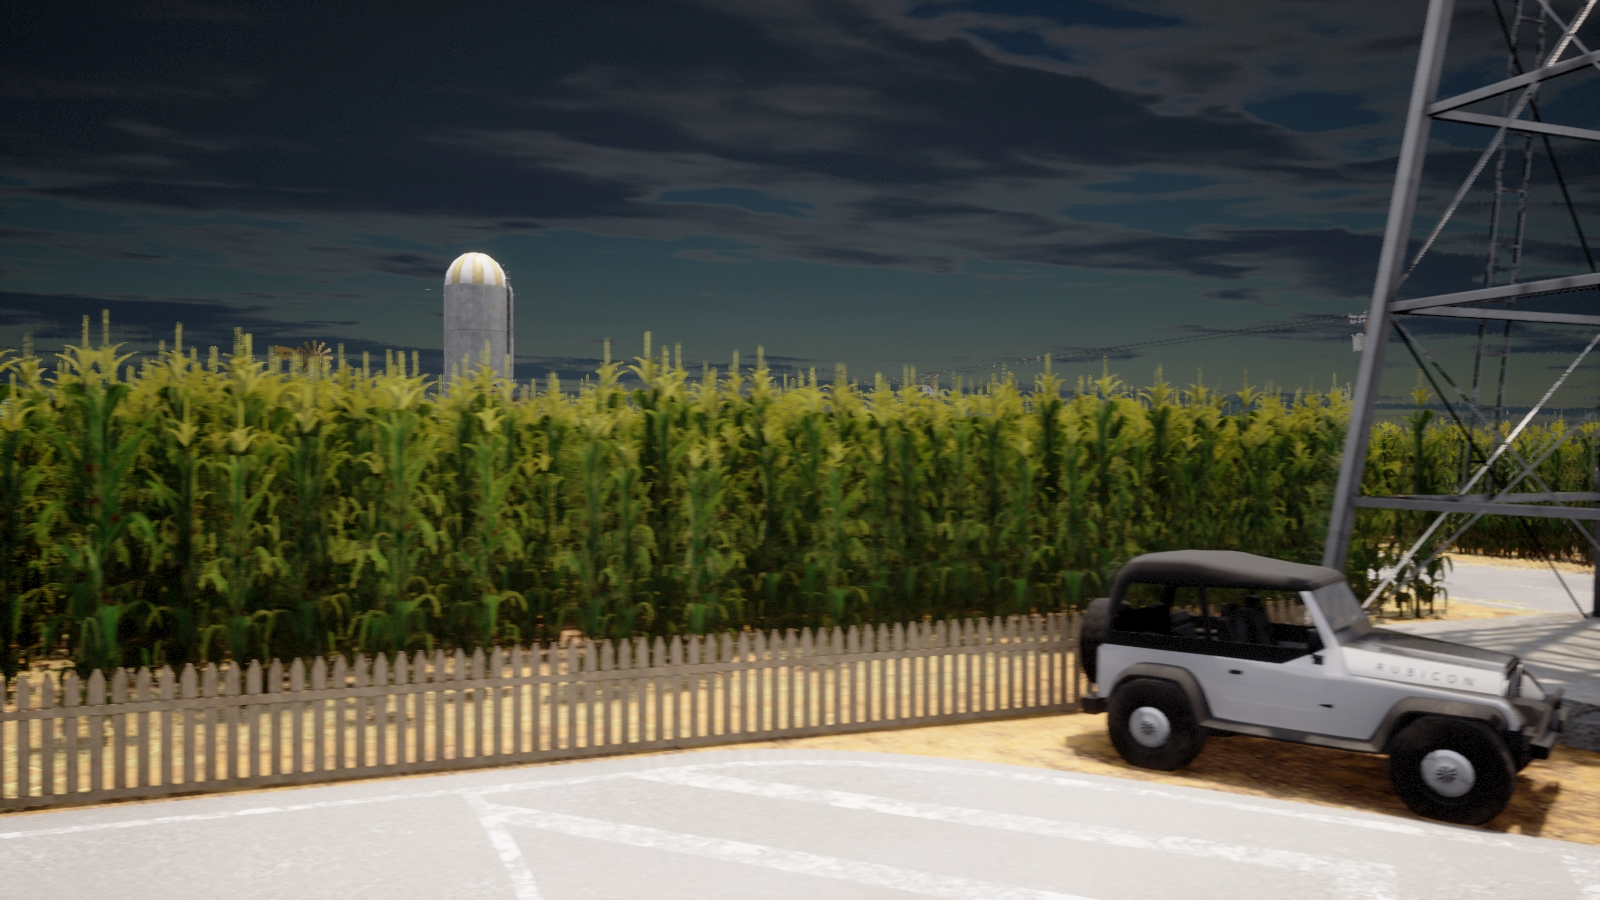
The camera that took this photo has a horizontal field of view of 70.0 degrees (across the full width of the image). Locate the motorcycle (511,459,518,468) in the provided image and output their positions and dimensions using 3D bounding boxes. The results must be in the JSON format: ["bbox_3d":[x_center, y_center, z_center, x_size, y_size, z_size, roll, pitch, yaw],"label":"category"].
[{"bbox_3d":[-45.338,2.155,181.433,0.764,1.307,2.356,0,0,-21],"label":"motorcycle"}]
